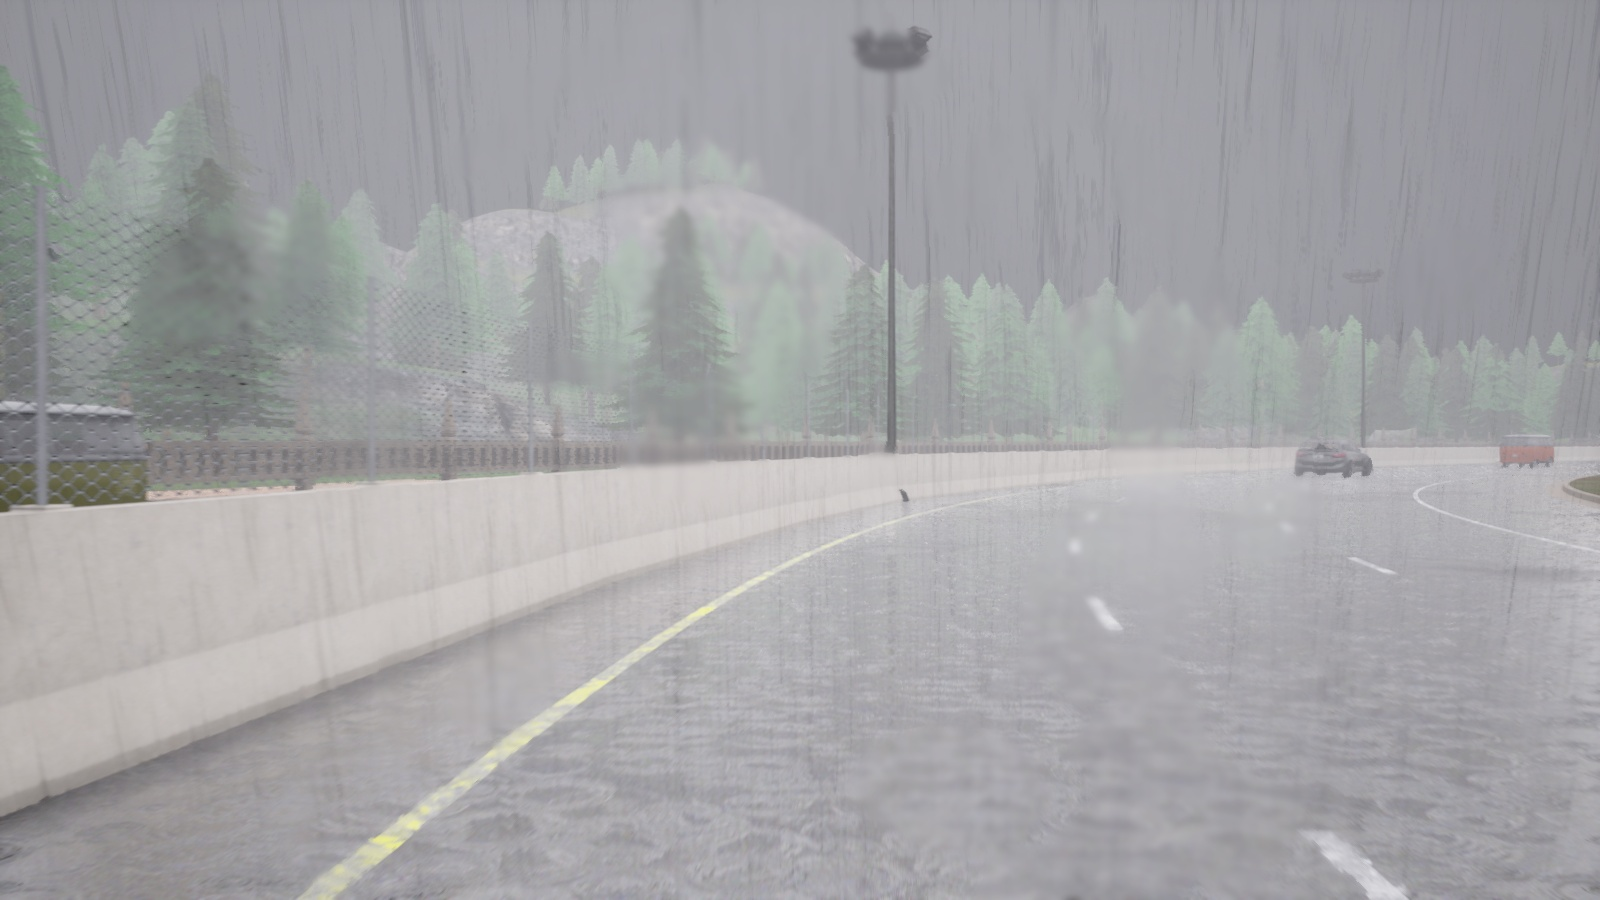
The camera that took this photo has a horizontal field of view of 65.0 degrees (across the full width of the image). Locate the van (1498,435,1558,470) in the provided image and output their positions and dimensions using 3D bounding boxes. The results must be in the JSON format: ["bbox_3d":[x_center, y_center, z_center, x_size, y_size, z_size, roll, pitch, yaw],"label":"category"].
[{"bbox_3d":[43.030,0.141,74.174,4.442,1.987,1.775,0,0,-41],"label":"van"}]

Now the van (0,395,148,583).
[{"bbox_3d":[-9.322,0.410,13.531,1.775,1.987,4.442,0,0,9],"label":"van"}]

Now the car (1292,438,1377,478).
[{"bbox_3d":[23.441,0.313,54.987,2.242,1.667,4.611,0,0,39],"label":"car"}]
